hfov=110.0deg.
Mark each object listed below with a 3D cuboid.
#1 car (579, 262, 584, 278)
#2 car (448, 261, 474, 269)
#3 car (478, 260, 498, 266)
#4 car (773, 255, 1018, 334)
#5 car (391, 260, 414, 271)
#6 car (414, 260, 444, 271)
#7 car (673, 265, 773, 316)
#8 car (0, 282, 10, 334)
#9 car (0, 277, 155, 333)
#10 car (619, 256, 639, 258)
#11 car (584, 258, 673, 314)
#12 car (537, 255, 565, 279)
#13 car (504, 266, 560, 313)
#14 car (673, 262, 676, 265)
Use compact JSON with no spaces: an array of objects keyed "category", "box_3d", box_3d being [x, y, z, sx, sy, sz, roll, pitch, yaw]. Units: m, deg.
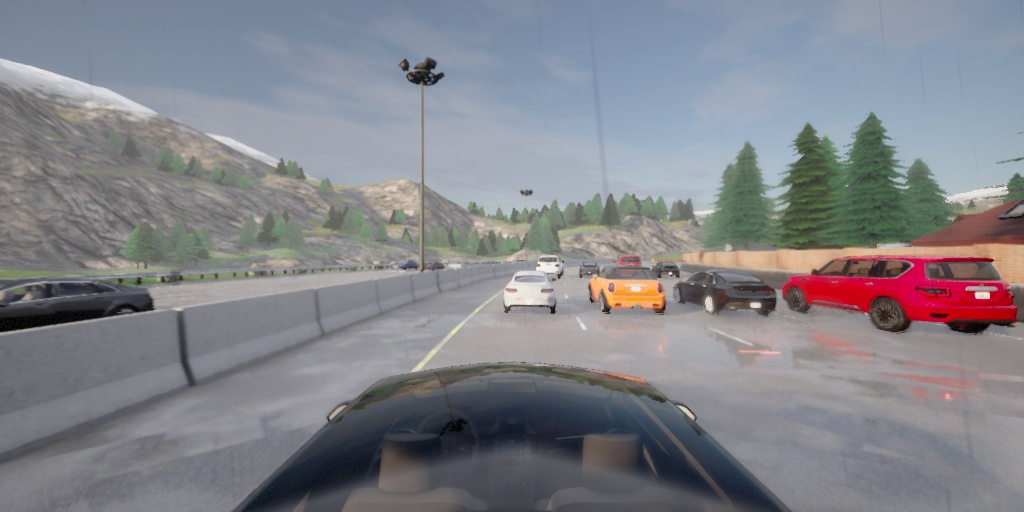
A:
[{"category":"car","box_3d":[7.377,1.250,33.974,2.128,1.511,4.902,0,0,13]},{"category":"car","box_3d":[-6.994,1.316,48.983,1.895,1.301,4.718,0,0,17]},{"category":"car","box_3d":[-3.177,1.290,49.396,1.994,1.385,4.181,0,0,17]},{"category":"car","box_3d":[10.999,0.997,10.920,2.150,2.045,5.566,0,0,4]},{"category":"car","box_3d":[-14.402,1.222,48.458,1.812,1.442,4.674,0,0,16]},{"category":"car","box_3d":[-10.804,1.271,48.285,1.994,1.385,4.181,0,0,16]},{"category":"car","box_3d":[7.719,1.271,13.479,1.837,1.490,4.892,0,0,5]},{"category":"car","box_3d":[-13.927,1.313,6.885,1.895,1.301,4.718,0,0,2]},{"category":"car","box_3d":[-10.378,1.212,7.346,2.128,1.511,4.902,0,0,3]},{"category":"car","box_3d":[10.788,0.989,33.344,2.150,2.045,5.566,0,0,13]},{"category":"car","box_3d":[4.260,1.109,13.936,2.097,1.767,4.553,0,0,5]},{"category":"car","box_3d":[3.611,0.970,33.291,2.150,2.045,5.566,0,0,12]},{"category":"car","box_3d":[0.741,1.273,13.917,1.812,1.442,4.674,0,0,5]},{"category":"car","box_3d":[14.590,1.282,34.163,1.837,1.490,4.892,0,0,13]}]
